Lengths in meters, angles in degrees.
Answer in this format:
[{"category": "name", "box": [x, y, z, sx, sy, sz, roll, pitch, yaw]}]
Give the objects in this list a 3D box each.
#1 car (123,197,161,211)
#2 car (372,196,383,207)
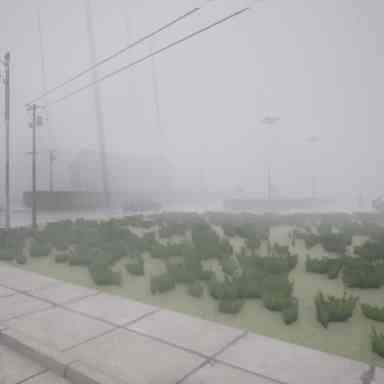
[{"category": "car", "box": [-5.326, 1.307, 36.147, 2.097, 1.767, 4.553, 0, 0, 35]}, {"category": "car", "box": [22.288, 1.319, 36.230, 4.605, 1.855, 1.932, 0, 0, 36]}]
